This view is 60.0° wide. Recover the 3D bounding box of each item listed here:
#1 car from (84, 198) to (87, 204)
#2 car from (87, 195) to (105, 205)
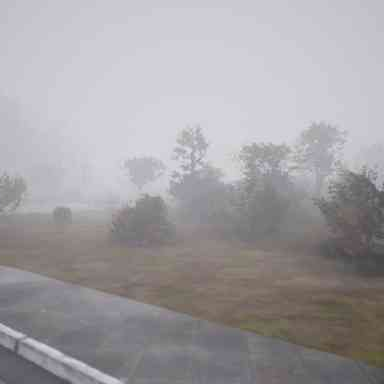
[{"bbox_3d":[-15.649,1.247,55.382,2.128,1.511,4.902,0,1,39],"label":"car"},{"bbox_3d":[-13.569,1.302,52.409,1.812,1.442,4.674,0,1,39],"label":"car"}]
